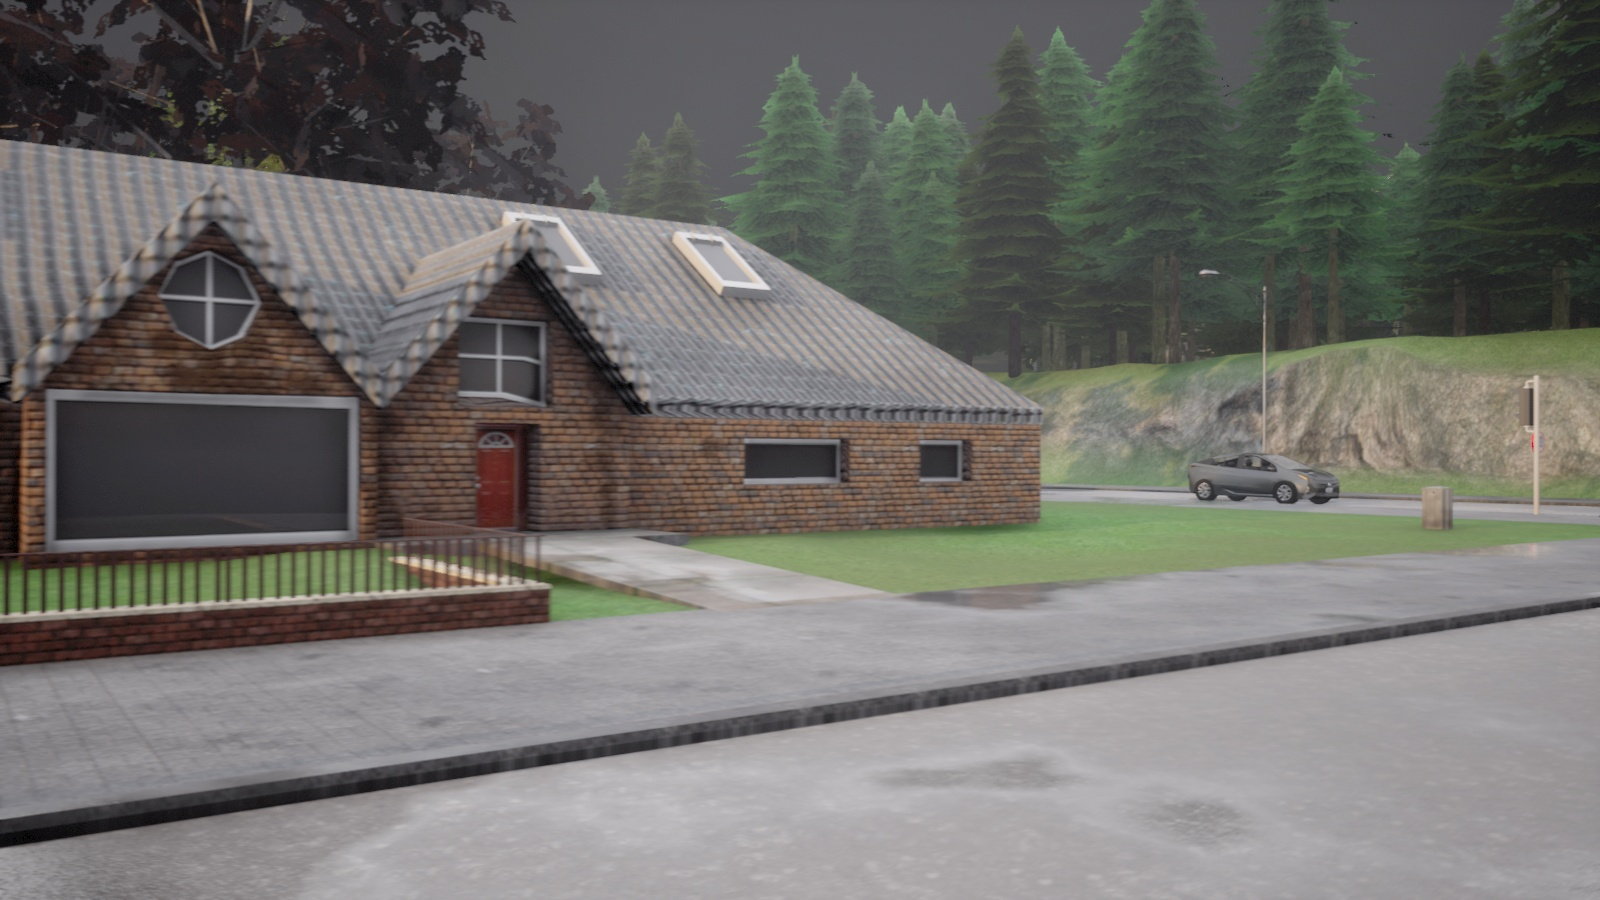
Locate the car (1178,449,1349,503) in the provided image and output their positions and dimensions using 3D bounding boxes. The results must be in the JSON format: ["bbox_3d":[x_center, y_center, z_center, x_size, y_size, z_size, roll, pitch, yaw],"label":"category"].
[{"bbox_3d":[13.945,0.755,38.004,2.007,1.525,4.514,0,0,-35],"label":"car"}]
